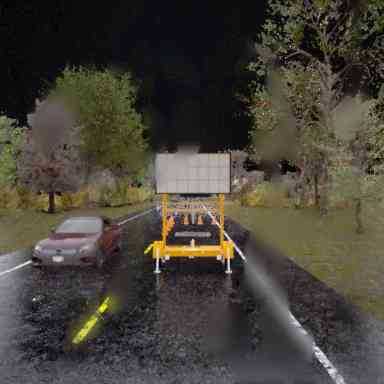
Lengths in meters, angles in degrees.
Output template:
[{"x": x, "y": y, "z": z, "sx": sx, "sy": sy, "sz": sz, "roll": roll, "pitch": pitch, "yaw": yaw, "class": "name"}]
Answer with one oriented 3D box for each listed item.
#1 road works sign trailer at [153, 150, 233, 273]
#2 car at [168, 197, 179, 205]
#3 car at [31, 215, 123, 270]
[{"x": 0.036, "y": 0.469, "z": 10.689, "sx": 2.380, "sy": 3.560, "sz": 2.880, "roll": 0, "pitch": 0, "yaw": 0, "class": "road works sign trailer"}, {"x": -3.315, "y": 1.649, "z": 61.504, "sx": 2.033, "sy": 1.411, "sz": 5.357, "roll": 0, "pitch": 0, "yaw": 0, "class": "car"}, {"x": -3.566, "y": 1.531, "z": 11.205, "sx": 1.812, "sy": 1.442, "sz": 4.674, "roll": 0, "pitch": 0, "yaw": 0, "class": "car"}]
